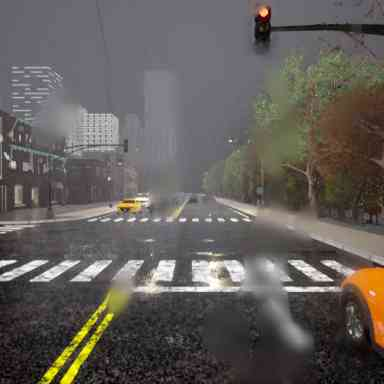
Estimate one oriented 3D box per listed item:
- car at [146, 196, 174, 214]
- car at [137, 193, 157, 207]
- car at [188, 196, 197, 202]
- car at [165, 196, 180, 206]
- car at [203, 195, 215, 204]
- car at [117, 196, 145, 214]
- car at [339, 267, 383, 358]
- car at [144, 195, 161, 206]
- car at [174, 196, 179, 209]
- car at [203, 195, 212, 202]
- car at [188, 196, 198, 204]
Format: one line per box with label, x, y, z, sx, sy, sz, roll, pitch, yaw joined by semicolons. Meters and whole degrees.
car;-3.270;1.462;34.913;1.882;1.535;5.008;0;0;0
car;-6.492;1.200;44.838;2.150;2.045;5.566;0;0;0
car;0.165;1.555;74.941;1.895;1.301;4.718;0;0;0
car;-3.215;1.464;54.951;2.128;1.511;4.902;0;0;0
car;3.488;1.458;64.724;2.128;1.511;4.902;0;0;0
car;-6.517;1.462;34.900;1.882;1.535;5.008;0;0;0
car;3.359;1.351;3.408;2.097;1.767;4.553;0;0;0
car;-6.465;1.325;54.799;2.097;1.767;4.553;0;0;0
car;-3.243;1.542;44.923;1.994;1.385;4.181;0;0;0
car;3.415;1.437;74.889;1.882;1.535;5.008;0;0;0
car;0.238;1.514;64.448;2.033;1.411;5.357;0;0;1
